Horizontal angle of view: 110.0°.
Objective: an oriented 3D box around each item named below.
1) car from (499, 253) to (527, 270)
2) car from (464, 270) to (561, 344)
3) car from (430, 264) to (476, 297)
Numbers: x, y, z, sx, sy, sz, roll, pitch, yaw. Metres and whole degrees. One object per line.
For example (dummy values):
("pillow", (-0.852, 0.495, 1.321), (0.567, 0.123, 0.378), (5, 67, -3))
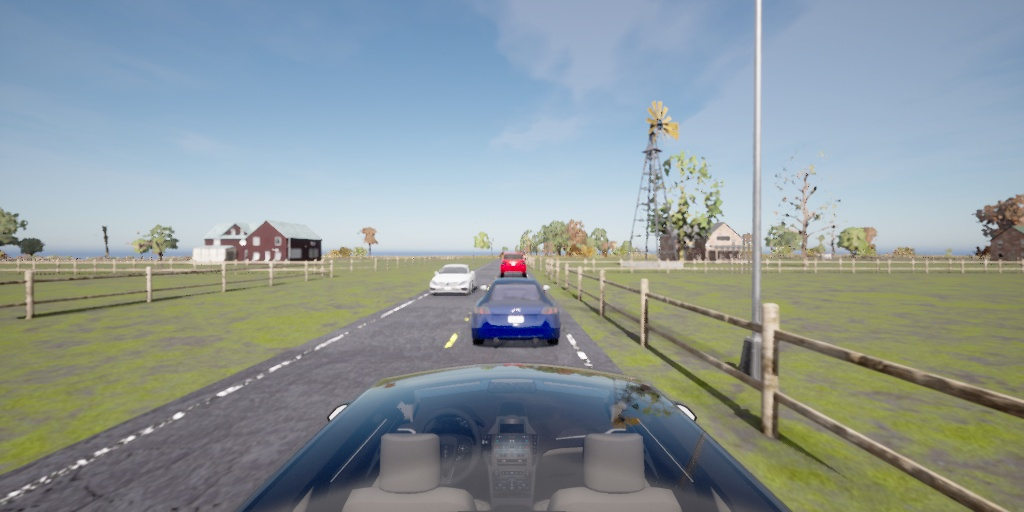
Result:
("car", (0.109, 0.722, 30.886), (2.150, 2.045, 5.566), (0, 0, 0))
("car", (0.083, 1.250, 9.364), (1.994, 1.385, 4.181), (0, 0, 0))
("car", (-2.832, 1.137, 18.103), (1.812, 1.442, 4.674), (0, 0, 0))
